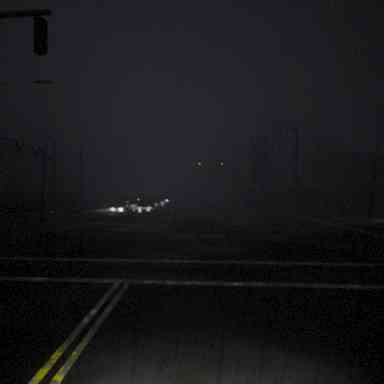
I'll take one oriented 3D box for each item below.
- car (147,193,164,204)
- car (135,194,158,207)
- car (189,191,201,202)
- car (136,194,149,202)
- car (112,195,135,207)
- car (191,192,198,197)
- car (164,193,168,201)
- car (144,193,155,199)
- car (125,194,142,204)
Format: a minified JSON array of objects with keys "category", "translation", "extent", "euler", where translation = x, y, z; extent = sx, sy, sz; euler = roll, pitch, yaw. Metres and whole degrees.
[{"category":"car","translation":[-6.552,1.276,57.892],"extent":[2.033,1.411,5.357],"euler":[0,1,1]},{"category":"car","translation":[-6.648,1.406,48.662],"extent":[1.994,1.385,4.181],"euler":[0,1,1]},{"category":"car","translation":[0.621,0.816,66.646],"extent":[2.150,2.045,5.566],"euler":[0,1,0]},{"category":"car","translation":[-9.975,1.143,67.213],"extent":[1.994,1.385,4.181],"euler":[0,1,0]},{"category":"car","translation":[-10.153,1.342,48.068],"extent":[2.128,1.511,4.902],"euler":[0,1,1]},{"category":"car","translation":[0.705,0.646,89.862],"extent":[1.812,1.442,4.674],"euler":[0,1,0]},{"category":"car","translation":[-6.473,1.177,67.470],"extent":[1.895,1.301,4.718],"euler":[0,1,0]},{"category":"car","translation":[-9.891,0.909,77.831],"extent":[2.033,1.411,5.357],"euler":[0,1,0]},{"category":"car","translation":[-10.055,1.226,57.484],"extent":[2.128,1.511,4.902],"euler":[0,1,1]}]
